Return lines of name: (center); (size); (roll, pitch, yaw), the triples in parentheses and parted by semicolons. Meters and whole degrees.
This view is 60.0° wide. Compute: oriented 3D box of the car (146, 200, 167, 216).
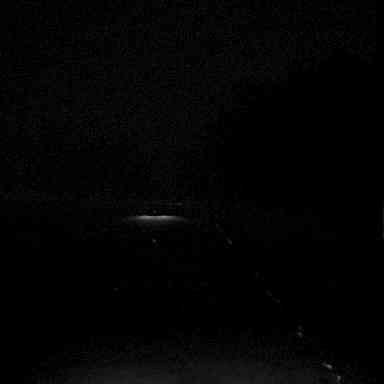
car: (-3.612, 1.615, 34.363); (1.812, 1.442, 4.674); (0, 0, 0)

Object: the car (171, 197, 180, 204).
car: (-3.765, 1.874, 75.246); (2.033, 1.411, 5.357); (0, -1, -1)
